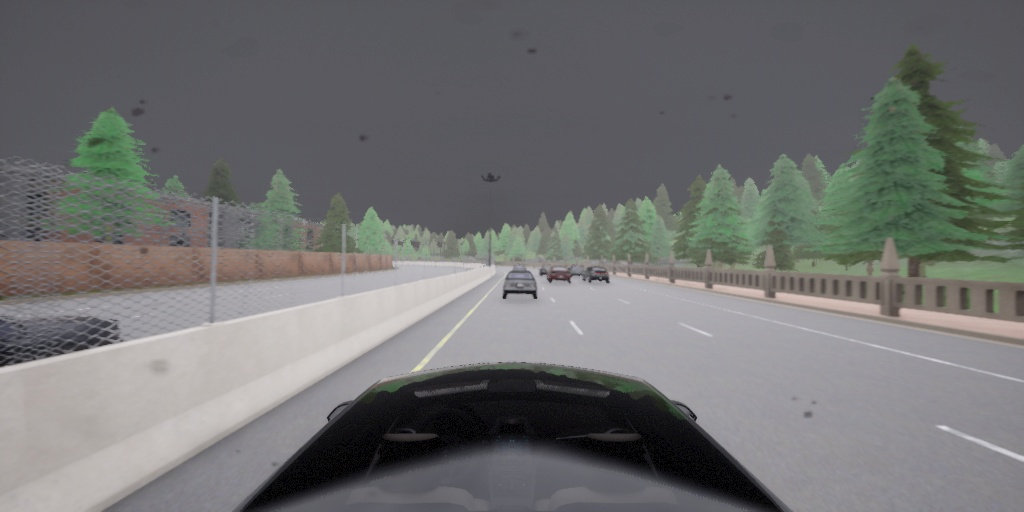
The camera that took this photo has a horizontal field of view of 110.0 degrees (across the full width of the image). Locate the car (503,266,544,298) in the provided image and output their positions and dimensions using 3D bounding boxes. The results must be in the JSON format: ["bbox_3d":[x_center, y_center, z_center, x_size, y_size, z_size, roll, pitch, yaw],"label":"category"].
[{"bbox_3d":[0.448,1.511,20.085,2.033,1.411,5.357,1,-1,1],"label":"car"}]

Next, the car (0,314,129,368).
[{"bbox_3d":[-7.098,1.224,3.316,2.033,1.411,5.357,1,-1,1],"label":"car"}]

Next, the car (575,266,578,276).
[{"bbox_3d":[7.922,1.908,45.152,1.994,1.385,4.181,1,-1,1],"label":"car"}]

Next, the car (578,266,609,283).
[{"bbox_3d":[7.722,1.714,33.423,1.837,1.490,4.892,1,0,1],"label":"car"}]

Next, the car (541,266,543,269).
[{"bbox_3d":[4.441,1.908,45.843,1.895,1.301,4.718,1,-1,0],"label":"car"}]

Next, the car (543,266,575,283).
[{"bbox_3d":[4.212,1.636,32.956,1.882,1.535,5.008,1,0,1],"label":"car"}]
